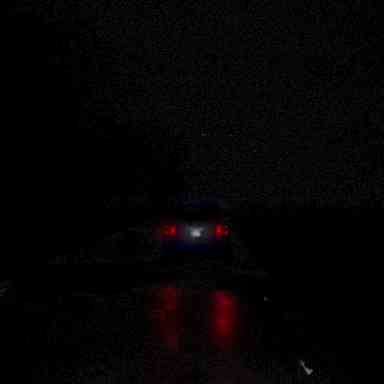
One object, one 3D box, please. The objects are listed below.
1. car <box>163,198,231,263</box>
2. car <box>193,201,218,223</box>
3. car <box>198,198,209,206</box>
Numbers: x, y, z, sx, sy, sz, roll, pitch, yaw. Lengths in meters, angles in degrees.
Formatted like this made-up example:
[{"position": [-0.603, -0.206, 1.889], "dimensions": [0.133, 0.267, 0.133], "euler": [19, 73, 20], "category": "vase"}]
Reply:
[{"position": [0.233, 1.319, 12.474], "dimensions": [2.150, 2.045, 5.566], "euler": [0, 0, 3], "category": "car"}, {"position": [1.299, 1.660, 29.037], "dimensions": [1.882, 1.535, 5.008], "euler": [0, 0, 6], "category": "car"}, {"position": [2.276, 1.868, 64.430], "dimensions": [1.837, 1.490, 4.892], "euler": [0, 0, 6], "category": "car"}]
